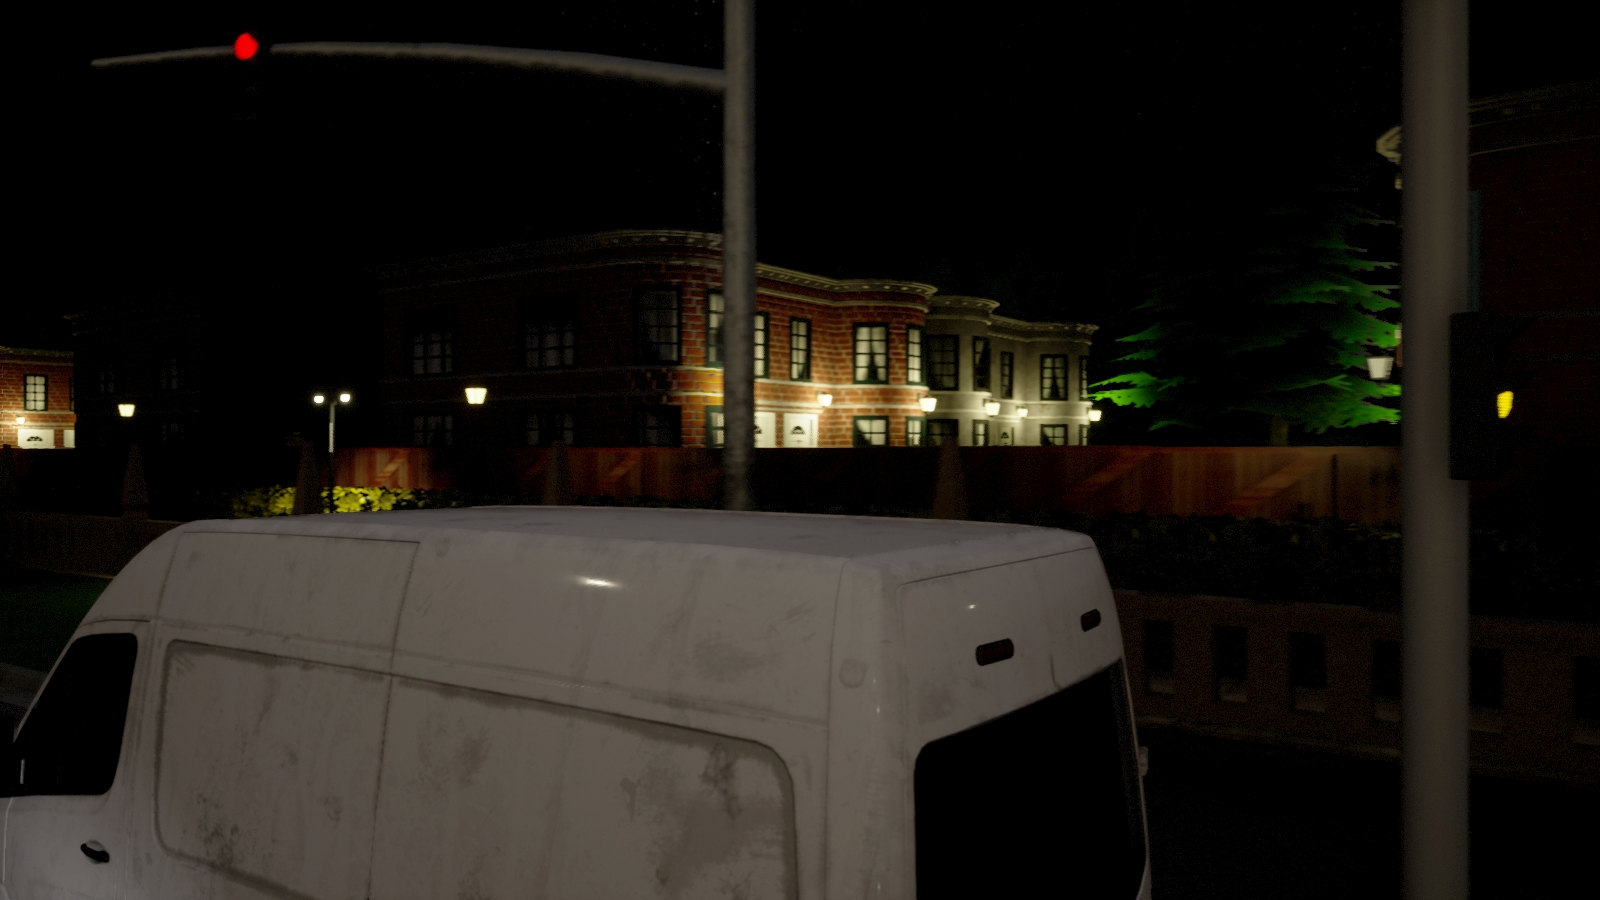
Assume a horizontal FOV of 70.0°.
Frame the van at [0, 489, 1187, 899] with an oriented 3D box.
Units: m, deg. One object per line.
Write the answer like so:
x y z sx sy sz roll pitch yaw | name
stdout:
-1.627 1.534 4.917 5.915 2.561 1.988 0 0 35 | van

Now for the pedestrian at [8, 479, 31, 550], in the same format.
-20.687 1.699 30.282 0.375 1.860 0.375 0 0 33 | pedestrian
